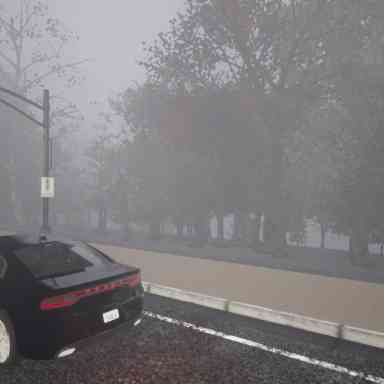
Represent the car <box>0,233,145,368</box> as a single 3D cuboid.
[{"bbox_3d":[-3.051,1.477,5.855,5.008,1.535,1.882,0,0,37],"label":"car"}]
